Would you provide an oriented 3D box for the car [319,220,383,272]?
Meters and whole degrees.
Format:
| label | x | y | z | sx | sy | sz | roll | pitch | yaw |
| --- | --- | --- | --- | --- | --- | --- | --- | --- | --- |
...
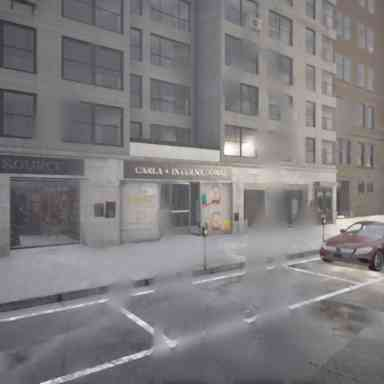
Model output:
| label | x | y | z | sx | sy | sz | roll | pitch | yaw |
| --- | --- | --- | --- | --- | --- | --- | --- | --- | --- |
| car | 5.888 | 1.586 | 10.760 | 4.206 | 1.307 | 1.802 | 0 | 0 | -36 |
